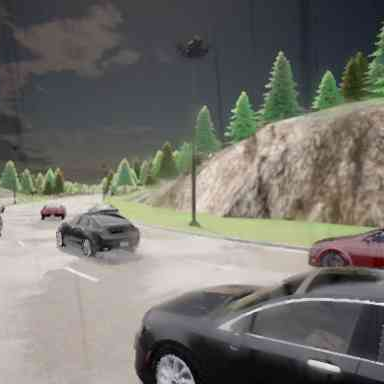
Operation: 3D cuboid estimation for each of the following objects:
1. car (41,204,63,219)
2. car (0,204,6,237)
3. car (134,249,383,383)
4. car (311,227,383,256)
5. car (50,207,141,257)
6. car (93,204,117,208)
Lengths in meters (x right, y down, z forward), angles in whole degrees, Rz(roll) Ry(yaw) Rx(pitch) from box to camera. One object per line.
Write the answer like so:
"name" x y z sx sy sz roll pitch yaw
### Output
"car" -12.582 1.744 30.372 1.895 1.301 4.718 0 0 -19
"car" -11.407 1.635 18.260 2.033 1.411 5.357 0 0 -28
"car" 1.549 1.518 3.172 4.892 1.490 1.837 -1 0 37
"car" 5.396 1.604 9.004 4.181 1.385 1.994 0 0 37
"car" -3.879 1.568 13.337 1.837 1.490 4.892 -1 0 -40
"car" -6.424 1.604 24.152 2.128 1.511 4.902 0 0 -24
